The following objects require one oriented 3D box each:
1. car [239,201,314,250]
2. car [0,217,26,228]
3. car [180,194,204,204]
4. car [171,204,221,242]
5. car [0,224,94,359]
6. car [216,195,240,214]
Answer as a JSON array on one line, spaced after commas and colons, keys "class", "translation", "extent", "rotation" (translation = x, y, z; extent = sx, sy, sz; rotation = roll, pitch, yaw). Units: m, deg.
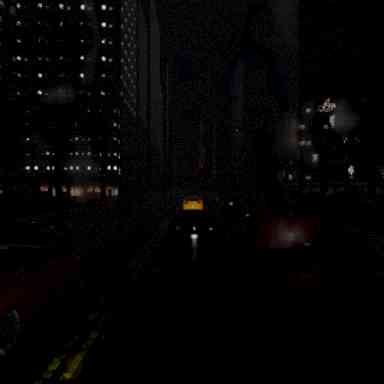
[{"class": "car", "translation": [3.344, 1.333, 13.679], "extent": [1.882, 1.535, 5.008], "rotation": [0, 0, 0]}, {"class": "car", "translation": [-6.605, 1.445, 9.670], "extent": [2.033, 1.411, 5.357], "rotation": [0, 1, 0]}, {"class": "car", "translation": [0.088, 1.133, 32.044], "extent": [1.882, 1.535, 5.008], "rotation": [0, 0, 0]}, {"class": "car", "translation": [0.095, 1.438, 15.371], "extent": [1.895, 1.301, 4.718], "rotation": [0, 1, 0]}, {"class": "car", "translation": [-3.352, 1.537, 5.994], "extent": [1.895, 1.301, 4.718], "rotation": [0, 1, 0]}, {"class": "car", "translation": [3.337, 1.025, 30.400], "extent": [2.097, 1.767, 4.553], "rotation": [0, 1, 0]}]
